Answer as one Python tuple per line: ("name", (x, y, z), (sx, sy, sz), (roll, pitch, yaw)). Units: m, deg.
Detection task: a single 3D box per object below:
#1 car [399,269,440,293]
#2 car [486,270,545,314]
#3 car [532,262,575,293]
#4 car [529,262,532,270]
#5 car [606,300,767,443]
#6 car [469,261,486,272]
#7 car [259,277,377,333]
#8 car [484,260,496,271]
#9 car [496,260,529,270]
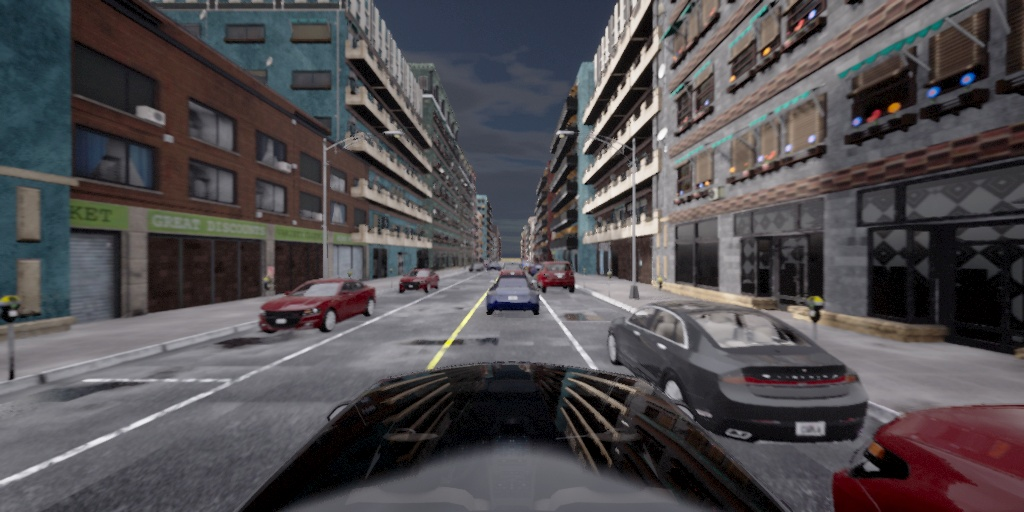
("car", (-5.690, 1.491, 22.455), (1.888, 1.381, 4.507), (0, 0, 0))
("car", (0.050, 1.433, 14.360), (1.994, 1.385, 4.181), (0, 0, 0))
("car", (2.690, 1.260, 22.451), (2.192, 1.841, 5.009), (0, 0, 0))
("car", (3.151, 1.669, 42.577), (1.812, 1.442, 4.674), (0, -1, 0))
("car", (2.690, 1.334, 5.398), (2.007, 1.370, 4.403), (0, 0, 0))
("car", (-5.688, 1.850, 56.561), (1.948, 1.339, 4.313), (0, 0, 0))
("car", (-5.691, 1.382, 11.086), (1.888, 1.381, 4.507), (0, 0, 0))
("car", (-3.052, 1.665, 59.362), (2.097, 1.767, 4.553), (0, -1, 0))
("car", (0.047, 1.361, 28.994), (2.097, 1.767, 4.553), (0, -1, 0))
